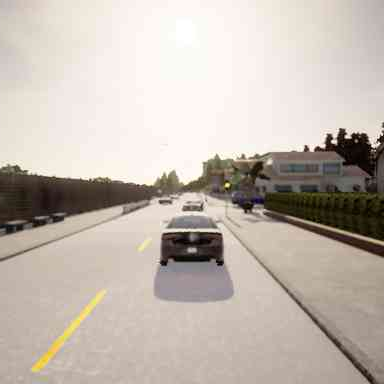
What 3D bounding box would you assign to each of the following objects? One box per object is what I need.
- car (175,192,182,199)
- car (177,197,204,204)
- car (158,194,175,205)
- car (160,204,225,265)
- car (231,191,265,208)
[{"bbox_3d":[-3.985,1.065,78.726,2.033,1.411,5.357,0,0,0],"label":"car"},{"bbox_3d":[0.252,1.365,30.135,2.033,1.411,5.357,0,0,6],"label":"car"},{"bbox_3d":[-3.990,1.215,51.396,1.812,1.442,4.674,0,0,0],"label":"car"},{"bbox_3d":[0.002,1.408,11.443,1.882,1.535,5.008,0,0,0],"label":"car"},{"bbox_3d":[7.796,0.913,43.108,5.566,2.045,2.150,-1,4,2],"label":"car"}]
